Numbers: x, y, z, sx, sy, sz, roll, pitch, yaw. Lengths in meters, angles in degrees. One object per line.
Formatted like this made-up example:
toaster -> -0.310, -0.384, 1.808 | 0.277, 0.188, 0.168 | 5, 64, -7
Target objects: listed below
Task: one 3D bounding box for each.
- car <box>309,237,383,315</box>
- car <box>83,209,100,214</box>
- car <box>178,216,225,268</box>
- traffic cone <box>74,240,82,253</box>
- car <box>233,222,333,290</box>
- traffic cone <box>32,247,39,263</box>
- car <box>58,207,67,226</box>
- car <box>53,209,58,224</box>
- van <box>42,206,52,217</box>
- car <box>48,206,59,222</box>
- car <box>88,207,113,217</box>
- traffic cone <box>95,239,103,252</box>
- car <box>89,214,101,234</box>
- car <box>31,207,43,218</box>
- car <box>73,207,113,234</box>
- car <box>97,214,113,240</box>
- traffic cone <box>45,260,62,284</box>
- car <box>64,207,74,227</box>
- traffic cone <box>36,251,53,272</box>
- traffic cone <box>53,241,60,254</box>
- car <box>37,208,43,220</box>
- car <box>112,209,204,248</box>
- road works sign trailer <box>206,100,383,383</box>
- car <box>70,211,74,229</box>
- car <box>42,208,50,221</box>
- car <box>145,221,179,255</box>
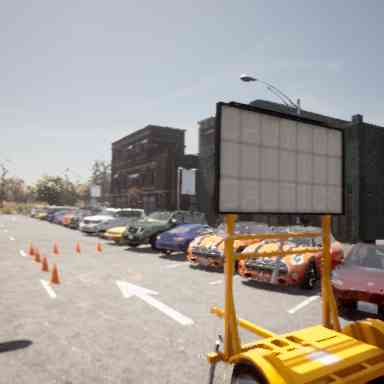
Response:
car -> 4.946, 2.009, 8.428 | 2.163, 1.488, 4.792 | 0, -4, 38
car -> -27.440, 5.304, 90.766 | 4.792, 1.488, 2.163 | -2, -4, 37
car -> 1.849, 2.026, 13.594 | 2.185, 1.767, 4.553 | 0, -4, 38
traffic cone -> -5.428, 2.578, 15.794 | 0.340, 0.580, 0.340 | 3, -3, -32
car -> 3.419, 1.942, 11.038 | 2.185, 1.767, 4.553 | 0, -4, 38
traffic cone -> -6.081, 2.439, 13.045 | 0.340, 0.580, 0.340 | 3, -3, -32
car -> -10.752, 2.730, 34.016 | 2.185, 1.767, 4.553 | -1, -4, 38
car -> -12.301, 2.989, 36.587 | 2.002, 1.452, 4.674 | 0, -4, 38
van -> -16.948, 3.010, 44.367 | 1.878, 1.987, 4.442 | -1, -4, 38
car -> -13.845, 2.918, 39.174 | 2.185, 1.767, 4.553 | 0, -4, 38
car -> -20.690, 4.383, 74.908 | 5.566, 2.045, 2.435 | 0, -3, 37
traffic cone -> -4.577, 2.619, 16.317 | 0.340, 0.580, 0.340 | 3, -3, -32
car -> -4.472, 2.524, 23.771 | 2.163, 1.488, 4.792 | 0, -4, 39
car -> -20.294, 3.399, 49.223 | 1.946, 1.575, 5.366 | 0, -4, 38
car -> -6.030, 2.333, 26.345 | 2.435, 2.045, 5.566 | 0, -4, 39
car -> -2.998, 2.394, 21.091 | 1.946, 1.575, 5.366 | 0, -4, 39
traffic cone -> -3.983, 2.325, 9.641 | 0.340, 0.580, 0.340 | 3, -3, -32
car -> -9.182, 2.638, 31.459 | 2.185, 1.767, 4.553 | -1, -4, 38
traffic cone -> -5.032, 2.381, 11.343 | 0.340, 0.580, 0.340 | 3, -3, -32
traffic cone -> -6.279, 2.537, 15.270 | 0.340, 0.580, 0.340 | 3, -3, -32
car -> -18.595, 3.361, 46.814 | 2.002, 1.452, 4.674 | 0, -4, 38
car -> -1.308, 2.069, 18.668 | 2.435, 2.045, 5.566 | 0, -4, 38
road works sign trailer -> 1.141, 0.709, 4.625 | 2.380, 3.560, 2.880 | 3, -3, -32
car -> -7.605, 2.703, 28.887 | 2.163, 1.488, 4.792 | 0, -4, 38
car -> -15.456, 3.134, 41.703 | 2.097, 1.535, 5.008 | -1, -4, 38
car -> 0.248, 2.275, 16.121 | 2.002, 1.452, 4.674 | -1, -4, 38
